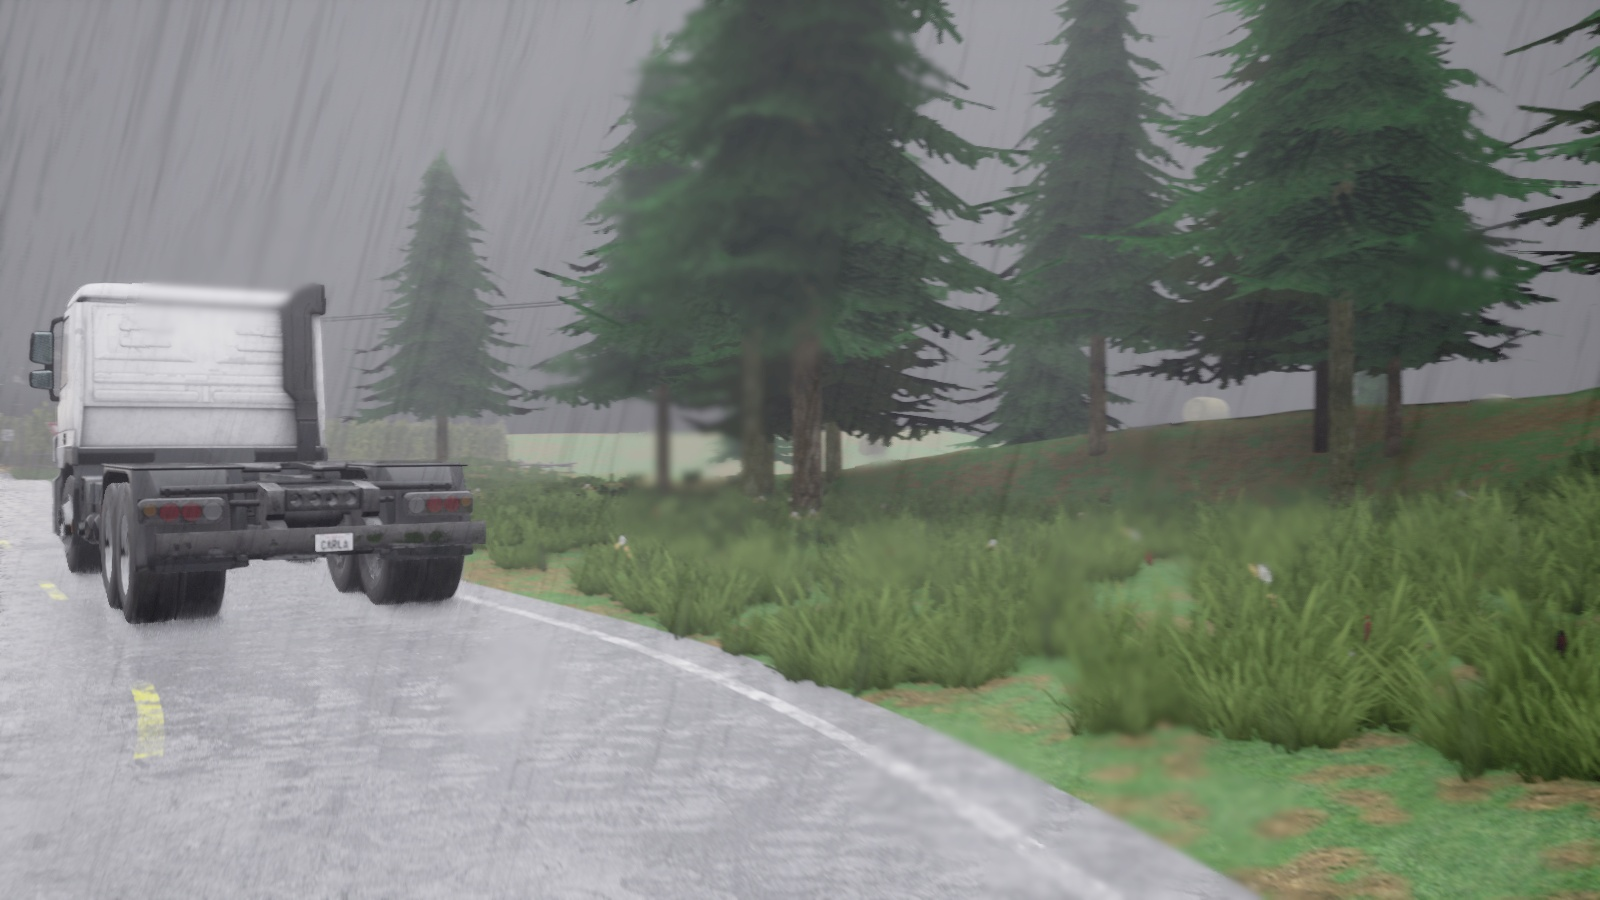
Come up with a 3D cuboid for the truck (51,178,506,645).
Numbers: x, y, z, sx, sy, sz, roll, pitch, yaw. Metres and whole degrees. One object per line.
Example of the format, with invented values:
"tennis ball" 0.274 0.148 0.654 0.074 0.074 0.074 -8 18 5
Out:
"truck" -6.006 -0.303 13.402 2.891 3.462 7.936 0 0 -35
